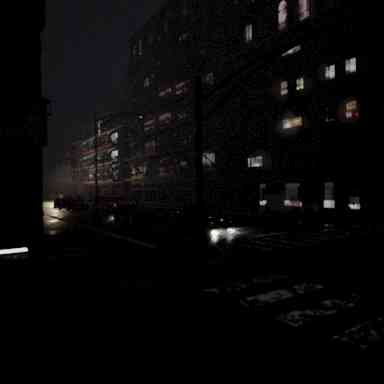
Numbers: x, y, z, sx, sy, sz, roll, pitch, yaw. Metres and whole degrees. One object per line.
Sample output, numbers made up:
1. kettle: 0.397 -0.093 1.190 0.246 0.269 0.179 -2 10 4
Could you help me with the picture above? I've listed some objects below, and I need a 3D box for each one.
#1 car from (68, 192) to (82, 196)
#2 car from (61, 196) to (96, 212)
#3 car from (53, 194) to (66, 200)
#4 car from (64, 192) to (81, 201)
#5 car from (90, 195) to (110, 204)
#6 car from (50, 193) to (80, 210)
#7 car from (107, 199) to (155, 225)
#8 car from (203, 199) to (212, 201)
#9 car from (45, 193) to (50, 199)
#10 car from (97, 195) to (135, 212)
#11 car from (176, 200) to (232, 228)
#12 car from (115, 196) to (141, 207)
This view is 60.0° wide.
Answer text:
1. car: -19.699 1.200 56.884 2.128 1.511 4.902 -1 1 -35
2. car: -12.534 1.442 36.442 2.008 1.369 4.403 -1 1 -35
3. car: -31.403 1.113 78.644 2.008 1.369 4.403 -1 1 -35
4. car: -24.963 0.924 69.279 2.192 1.841 5.009 -1 1 -35
5. car: -15.393 1.205 55.377 1.752 1.417 4.829 -1 1 -35
6. car: -15.756 1.306 41.123 1.967 1.590 4.097 -1 1 -35
7. car: -4.301 1.503 24.251 1.887 1.381 4.507 -1 1 -35
8. car: 0.893 1.348 31.893 1.887 1.381 4.507 -1 1 -35
9. car: -34.721 1.063 83.465 1.752 1.417 4.829 -1 1 -35
10. car: -7.740 1.222 34.040 2.097 1.767 4.553 -1 1 -34
11. car: 0.689 1.498 21.793 1.994 1.385 4.181 -1 1 -34
12. car: -8.951 1.255 46.015 1.752 1.417 4.829 -1 1 -35
